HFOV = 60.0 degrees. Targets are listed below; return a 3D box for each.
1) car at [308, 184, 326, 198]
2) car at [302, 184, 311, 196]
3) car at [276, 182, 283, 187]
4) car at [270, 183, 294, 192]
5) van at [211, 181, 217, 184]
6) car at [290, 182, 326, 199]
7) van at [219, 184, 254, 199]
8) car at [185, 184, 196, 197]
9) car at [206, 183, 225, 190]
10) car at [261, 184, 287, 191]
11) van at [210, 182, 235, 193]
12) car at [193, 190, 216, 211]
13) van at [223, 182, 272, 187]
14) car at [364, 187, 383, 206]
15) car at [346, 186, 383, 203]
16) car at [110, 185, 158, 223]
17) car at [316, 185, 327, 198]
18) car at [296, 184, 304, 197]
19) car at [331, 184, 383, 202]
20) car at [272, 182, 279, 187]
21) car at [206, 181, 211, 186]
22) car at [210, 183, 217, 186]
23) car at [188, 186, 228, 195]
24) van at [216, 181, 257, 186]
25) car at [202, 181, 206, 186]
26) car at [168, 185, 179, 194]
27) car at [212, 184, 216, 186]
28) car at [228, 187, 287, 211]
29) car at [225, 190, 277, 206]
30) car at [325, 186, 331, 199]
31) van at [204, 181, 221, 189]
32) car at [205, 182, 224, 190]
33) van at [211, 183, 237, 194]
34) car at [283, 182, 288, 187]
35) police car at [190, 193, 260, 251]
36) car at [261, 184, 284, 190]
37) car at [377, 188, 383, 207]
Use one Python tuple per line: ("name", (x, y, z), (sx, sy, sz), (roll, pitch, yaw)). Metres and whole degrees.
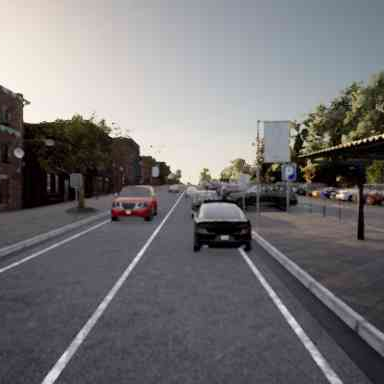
("car", (18.976, 0.105, 44.599), (5.366, 1.575, 1.946), (0, 2, 0))
("car", (18.759, 0.045, 47.371), (4.792, 1.488, 2.163), (0, 2, 0))
("car", (18.955, -0.515, 61.246), (5.366, 1.575, 1.946), (0, 2, 0))
("car", (18.789, -0.967, 69.563), (4.553, 1.767, 2.185), (0, 2, 0))
("van", (5.815, -0.496, 55.084), (4.442, 1.987, 1.878), (0, 2, 0))
("car", (18.752, -0.440, 52.914), (5.566, 2.045, 2.435), (0, 2, 0))
("van", (5.830, -0.094, 43.870), (4.442, 1.987, 1.878), (0, 2, 0))
("car", (0.008, -0.031, 48.874), (1.812, 1.442, 4.674), (0, 2, 0))
("car", (5.632, -1.392, 80.295), (4.553, 1.767, 2.185), (0, 2, 0))
("car", (18.565, -1.063, 75.113), (5.366, 1.575, 1.946), (0, 2, 0))
("van", (5.803, -0.828, 63.485), (4.442, 1.987, 1.878), (0, 2, 0))
("car", (0.975, 0.646, 28.367), (1.837, 1.490, 4.892), (0, 2, 0))
("van", (5.841, 0.178, 35.462), (4.442, 1.987, 1.878), (0, 2, 0))
("car", (18.816, 0.555, 30.725), (5.008, 1.535, 2.097), (0, 2, 0))
("car", (18.812, 0.467, 33.500), (5.008, 1.535, 2.097), (0, 2, 0))
("car", (-3.350, 0.621, 20.273), (2.150, 2.045, 5.566), (0, 2, 0))
("car", (18.790, 0.201, 41.824), (5.008, 1.535, 2.097), (0, 2, 0))
("car", (18.813, -0.057, 50.152), (4.792, 1.488, 2.163), (0, 2, 0))
("car", (18.774, 0.128, 36.266), (5.566, 2.045, 2.435), (0, 2, 0))
("car", (18.794, -0.873, 64.010), (5.566, 2.045, 2.435), (0, 2, 0))
("car", (5.666, -0.632, 57.881), (5.566, 2.045, 2.435), (0, 2, 0))
("car", (5.708, -0.165, 52.286), (4.892, 1.521, 2.231), (0, 2, 0))
("car", (0.975, 0.685, 22.327), (2.097, 1.767, 4.553), (0, 2, 0))
("van", (5.600, -0.001, 41.070), (4.442, 1.987, 1.878), (0, 2, 0))
("car", (5.643, -1.296, 74.688), (5.566, 2.045, 2.435), (0, 2, 0))
("car", (-3.295, -0.459, 60.602), (1.812, 1.442, 4.674), (0, 2, 1))
("car", (5.703, -0.023, 49.486), (4.674, 1.452, 2.002), (0, 2, 0))
("car", (5.547, 0.578, 29.866), (5.366, 1.575, 1.946), (0, 2, 0))
("car", (5.731, 0.532, 32.669), (4.674, 1.452, 2.002), (0, 2, 0))
("car", (18.793, 0.293, 39.047), (4.892, 1.521, 2.231), (0, 2, 0))
("van", (5.536, -1.824, 88.695), (4.442, 1.987, 1.878), (0, 2, 0))
("car", (5.628, -1.503, 83.097), (4.553, 1.767, 2.185), (0, 2, 0))
("van", (5.807, -0.717, 60.684), (4.442, 1.987, 1.878), (0, 2, 0))
("car", (18.805, -0.545, 55.689), (5.566, 2.045, 2.435), (0, 2, 0))
("police car", (0.975, 1.071, 12.462), (1.930, 1.638, 5.238), (0, 2, 0))
("car", (18.752, -1.169, 77.888), (4.892, 1.521, 2.231), (0, 2, 0))
("car", (18.821, 0.644, 27.951), (4.892, 1.521, 2.231), (0, 2, 0))
